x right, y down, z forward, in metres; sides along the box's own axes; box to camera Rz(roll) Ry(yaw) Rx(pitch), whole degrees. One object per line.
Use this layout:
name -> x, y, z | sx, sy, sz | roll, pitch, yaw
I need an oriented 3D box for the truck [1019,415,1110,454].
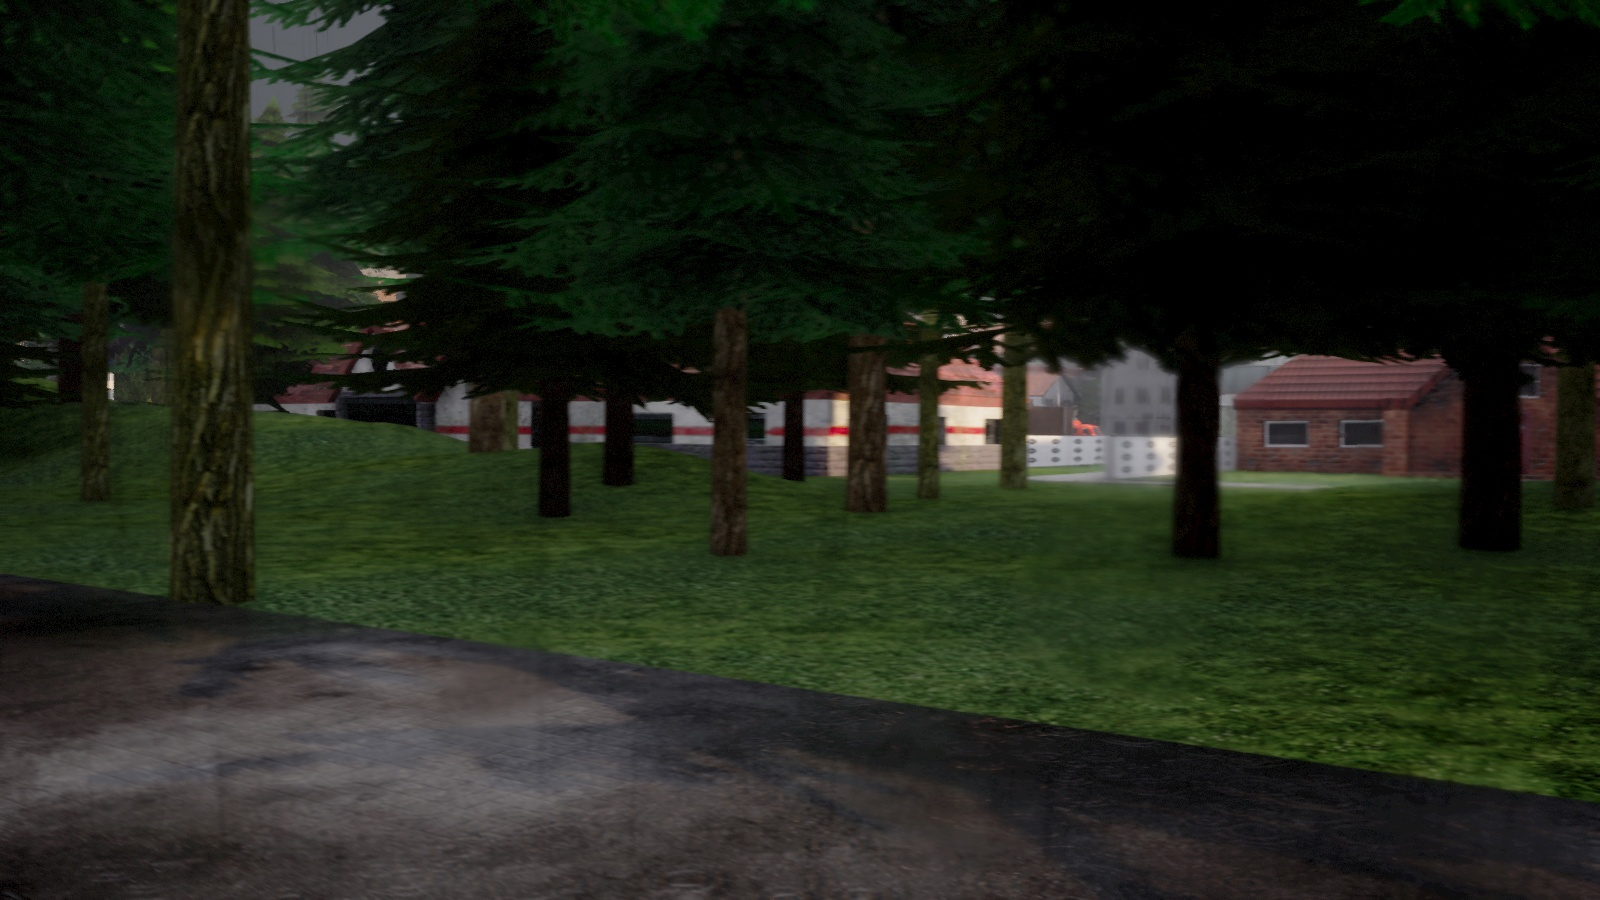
truck -> 17.213, -1.026, 81.817 | 5.204, 2.467, 2.627 | 0, 1, 34
